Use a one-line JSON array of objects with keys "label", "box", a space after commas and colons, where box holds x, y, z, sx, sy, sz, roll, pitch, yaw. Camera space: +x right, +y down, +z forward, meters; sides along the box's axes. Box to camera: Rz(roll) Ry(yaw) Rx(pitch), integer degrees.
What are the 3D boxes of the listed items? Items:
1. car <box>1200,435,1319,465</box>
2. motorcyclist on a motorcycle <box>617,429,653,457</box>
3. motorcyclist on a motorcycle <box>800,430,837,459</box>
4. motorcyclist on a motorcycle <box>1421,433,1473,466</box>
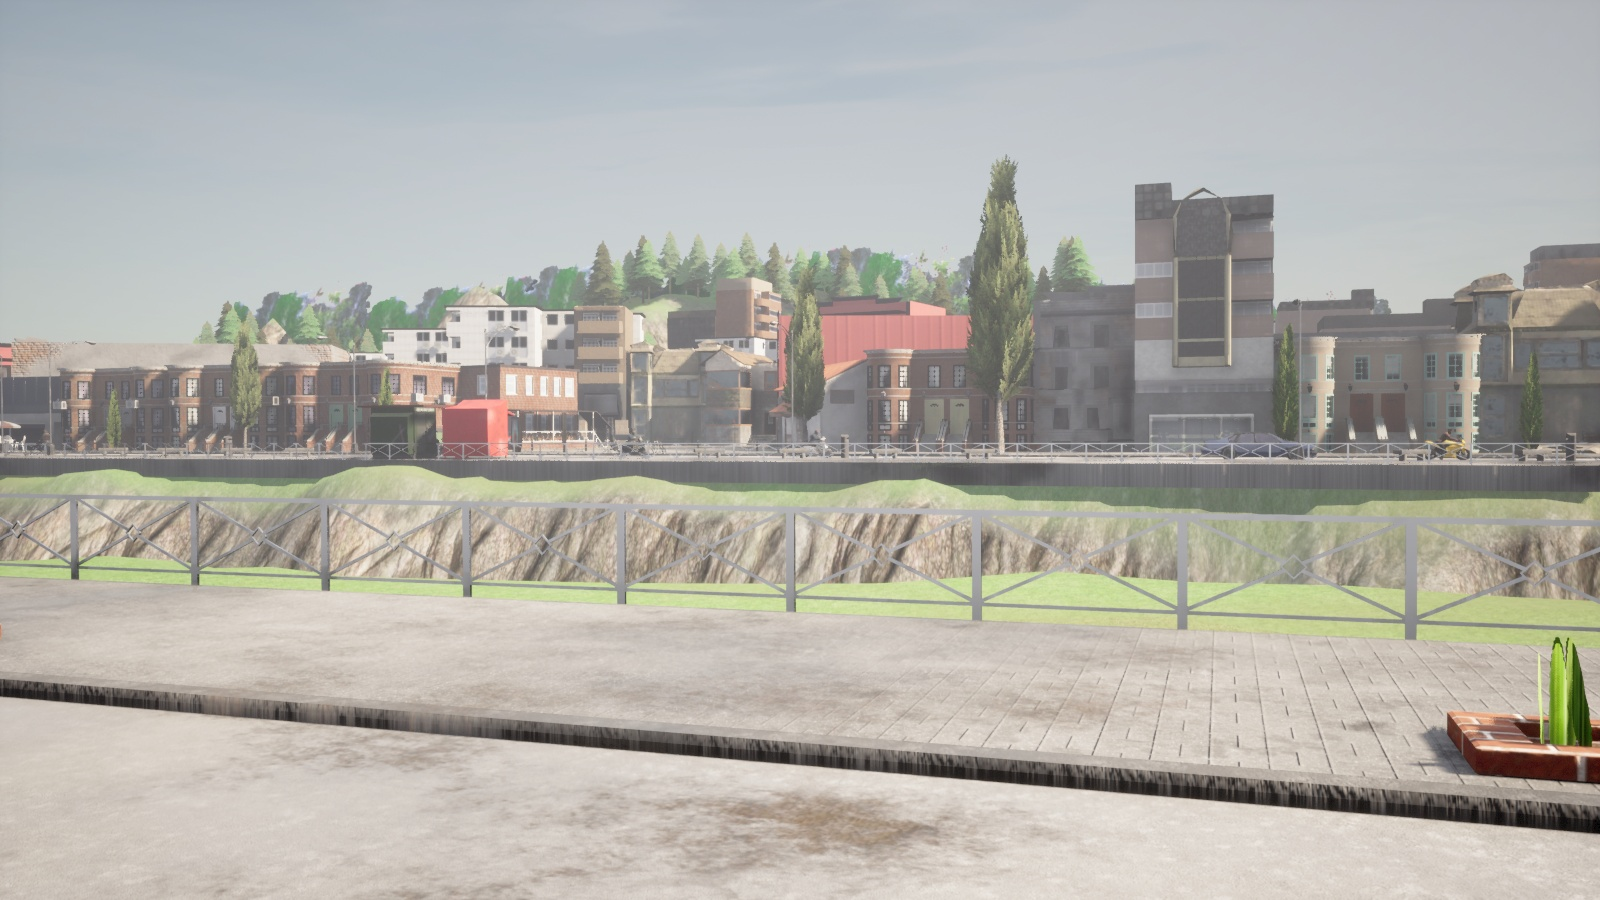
[{"label": "car", "box": [22.349, -0.024, 61.316, 5.357, 1.411, 2.033, 1, 1, 19]}, {"label": "motorcyclist on a motorcycle", "box": [-9.459, -0.408, 72.000, 1.817, 1.590, 0.866, 1, 1, 19]}, {"label": "motorcyclist on a motorcycle", "box": [1.012, -0.313, 68.482, 1.817, 1.590, 0.866, 1, 1, 19]}, {"label": "motorcyclist on a motorcycle", "box": [30.216, -0.017, 58.671, 2.044, 1.523, 0.797, 1, 1, 19]}]
